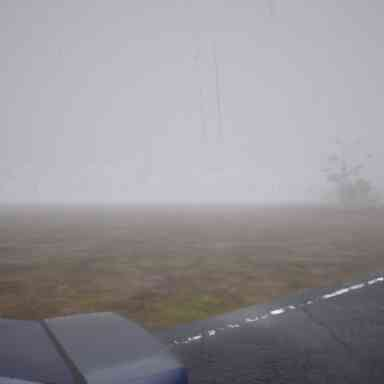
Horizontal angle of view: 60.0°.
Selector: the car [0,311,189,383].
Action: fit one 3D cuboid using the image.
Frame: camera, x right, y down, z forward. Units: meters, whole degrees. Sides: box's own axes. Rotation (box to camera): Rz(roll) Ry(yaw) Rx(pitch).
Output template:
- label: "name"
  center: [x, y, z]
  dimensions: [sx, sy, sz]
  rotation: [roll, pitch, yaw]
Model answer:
- label: "car"
  center: [-2.451, 1.548, 1.633]
  dimensions: [5.357, 1.411, 2.033]
  rotation: [0, 0, -36]
